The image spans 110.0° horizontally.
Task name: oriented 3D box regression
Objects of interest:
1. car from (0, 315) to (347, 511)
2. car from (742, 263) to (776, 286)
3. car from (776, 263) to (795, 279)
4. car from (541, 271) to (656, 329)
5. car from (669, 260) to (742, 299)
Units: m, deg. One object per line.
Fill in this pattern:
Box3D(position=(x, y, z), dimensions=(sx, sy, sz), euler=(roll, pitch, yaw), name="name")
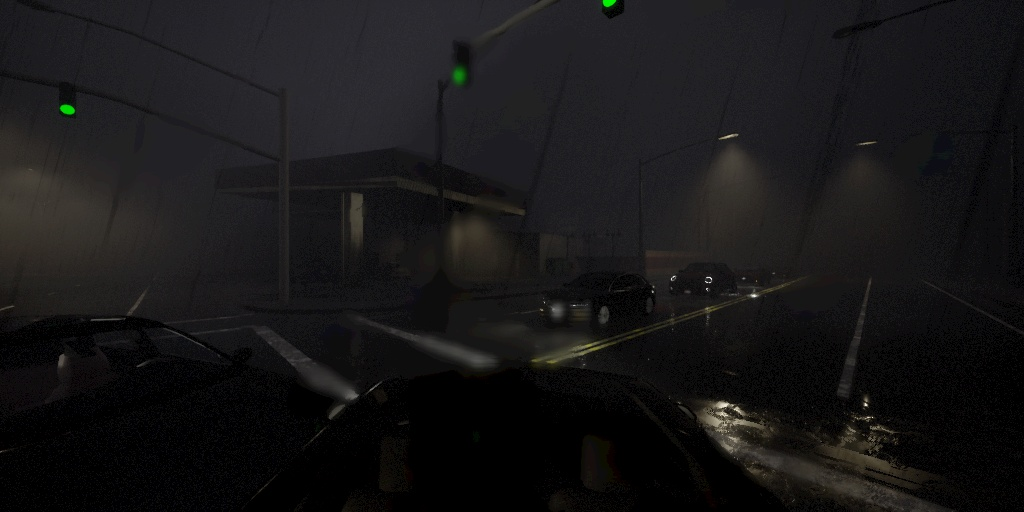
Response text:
Box3D(position=(-3.406, 1.242, 2.582), dimensions=(4.902, 1.511, 2.128), euler=(0, 0, 15), name="car")
Box3D(position=(16.792, 1.314, 25.241), dimensions=(1.994, 1.385, 4.181), euler=(0, 0, 44), name="car")
Box3D(position=(23.965, 1.314, 32.253), dimensions=(4.181, 1.385, 1.994), euler=(0, 0, -44), name="car")
Box3D(position=(2.947, 1.255, 11.564), dimensions=(4.892, 1.490, 1.837), euler=(0, 0, -45), name="car")
Box3D(position=(9.825, 1.102, 18.370), dimensions=(4.553, 1.767, 2.097), euler=(0, 0, -45), name="car")
